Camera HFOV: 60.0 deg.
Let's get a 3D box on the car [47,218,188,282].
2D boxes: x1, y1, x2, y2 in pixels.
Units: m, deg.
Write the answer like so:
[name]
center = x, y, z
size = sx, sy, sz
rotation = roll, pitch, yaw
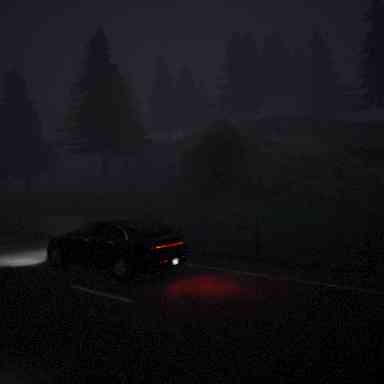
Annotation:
[car]
center = -2.391, 1.551, 9.978
size = 4.892, 1.490, 1.837
rotation = 0, 0, 35
